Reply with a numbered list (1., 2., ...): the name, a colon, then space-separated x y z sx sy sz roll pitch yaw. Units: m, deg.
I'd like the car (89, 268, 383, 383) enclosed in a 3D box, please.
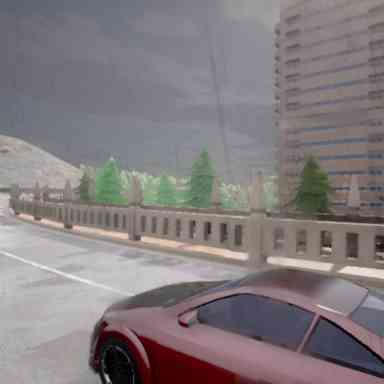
1. car: 0.809 1.558 3.527 4.181 1.385 1.994 1 0 37
